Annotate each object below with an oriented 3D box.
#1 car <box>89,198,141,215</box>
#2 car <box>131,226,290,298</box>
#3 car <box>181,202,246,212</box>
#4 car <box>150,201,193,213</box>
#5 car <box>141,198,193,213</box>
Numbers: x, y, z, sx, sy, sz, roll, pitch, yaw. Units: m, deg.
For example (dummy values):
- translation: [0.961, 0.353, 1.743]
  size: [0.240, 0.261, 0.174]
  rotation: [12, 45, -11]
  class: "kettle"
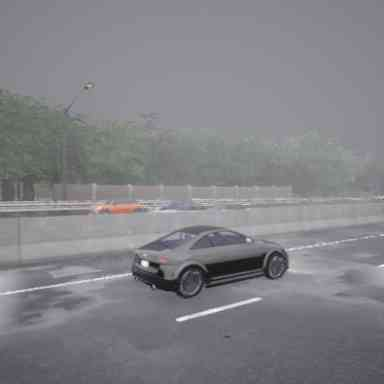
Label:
- translation: [-6.670, 1.364, 29.318]
  size: [4.553, 1.767, 2.097]
  rotation: [0, 0, -35]
  class: "car"
- translation: [0.582, 1.571, 8.581]
  size: [4.181, 1.385, 1.994]
  rotation: [0, 0, -35]
  class: "car"
- translation: [2.186, 1.562, 22.740]
  size: [5.357, 1.411, 2.033]
  rotation: [0, 0, -35]
  class: "car"
- translation: [-0.427, 1.615, 25.175]
  size: [4.718, 1.301, 1.895]
  rotation: [0, 0, -35]
  class: "car"
- translation: [-1.630, 1.367, 28.610]
  size: [4.553, 1.767, 2.097]
  rotation: [0, 0, -35]
  class: "car"
